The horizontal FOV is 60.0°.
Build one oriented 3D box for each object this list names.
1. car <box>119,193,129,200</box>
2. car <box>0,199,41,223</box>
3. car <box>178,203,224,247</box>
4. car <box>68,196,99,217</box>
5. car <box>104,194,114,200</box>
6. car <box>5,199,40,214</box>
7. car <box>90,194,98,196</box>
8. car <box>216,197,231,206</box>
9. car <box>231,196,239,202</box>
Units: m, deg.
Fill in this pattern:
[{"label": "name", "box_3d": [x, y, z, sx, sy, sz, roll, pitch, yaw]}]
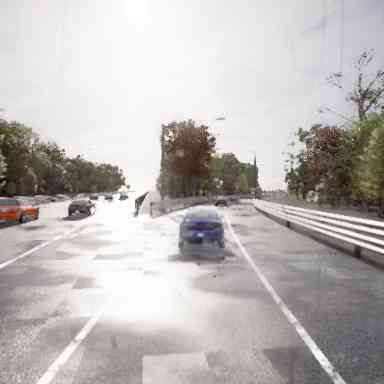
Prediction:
[{"label": "car", "box_3d": [-16.660, 1.060, 81.539, 2.097, 1.767, 4.553, 0, 0, -7]}, {"label": "car", "box_3d": [-12.695, 1.259, 24.184, 2.097, 1.767, 4.553, 0, 0, -7]}, {"label": "car", "box_3d": [0.451, 1.490, 15.206, 1.882, 1.535, 5.008, 0, 0, 3]}, {"label": "car", "box_3d": [-9.954, 1.392, 30.316, 1.837, 1.490, 4.892, 0, 0, -7]}, {"label": "car", "box_3d": [-20.111, 1.258, 80.927, 1.994, 1.385, 4.181, 0, 0, -7]}, {"label": "car", "box_3d": [-17.582, 1.433, 34.719, 1.994, 1.385, 4.181, 0, 0, -7]}, {"label": "car", "box_3d": [-23.517, 1.232, 79.972, 2.128, 1.511, 4.902, 0, 0, -7]}, {"label": "car", "box_3d": [5.070, 1.588, 55.916, 1.837, 1.490, 4.892, 0, -1, 10]}, {"label": "car", "box_3d": [10.065, 1.642, 79.309, 2.033, 1.411, 5.357, 0, 0, 15]}]
